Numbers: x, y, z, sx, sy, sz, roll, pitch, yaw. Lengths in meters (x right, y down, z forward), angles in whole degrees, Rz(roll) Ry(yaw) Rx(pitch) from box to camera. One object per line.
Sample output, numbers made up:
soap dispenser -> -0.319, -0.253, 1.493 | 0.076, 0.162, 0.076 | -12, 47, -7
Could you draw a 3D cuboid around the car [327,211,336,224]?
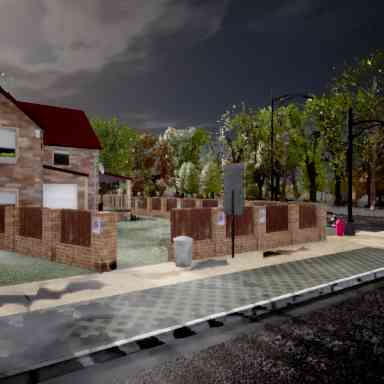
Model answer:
car -> 7.715, 1.468, 23.376 | 1.812, 1.442, 4.674 | 0, 0, -36
